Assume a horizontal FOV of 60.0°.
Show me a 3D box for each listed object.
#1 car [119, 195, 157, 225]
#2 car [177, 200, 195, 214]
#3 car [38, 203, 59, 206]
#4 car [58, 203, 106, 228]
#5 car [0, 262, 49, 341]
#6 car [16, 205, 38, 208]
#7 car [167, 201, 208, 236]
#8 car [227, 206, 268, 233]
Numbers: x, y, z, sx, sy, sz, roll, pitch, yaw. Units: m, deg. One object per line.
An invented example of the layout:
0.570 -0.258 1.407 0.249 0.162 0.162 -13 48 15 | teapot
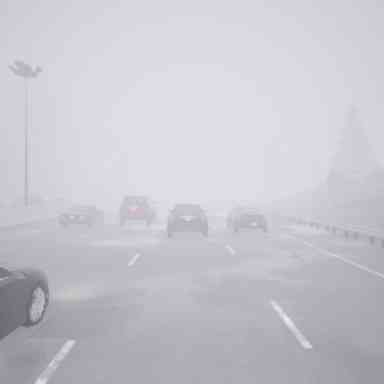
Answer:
-3.866 1.254 24.357 2.150 2.045 5.566 0 0 -1 | car
-0.642 1.639 37.427 1.895 1.301 4.718 0 0 -1 | car
-18.472 1.588 45.080 1.837 1.490 4.892 0 0 -1 | car
-7.331 1.586 22.664 2.033 1.411 5.357 0 0 -1 | car
-3.505 1.517 4.162 1.837 1.490 4.892 0 0 -1 | car
-21.967 1.314 44.774 2.150 2.045 5.566 0 0 -1 | car
-0.251 1.371 18.571 2.097 1.767 4.553 0 0 -1 | car
3.226 1.538 19.868 1.812 1.442 4.674 0 0 -1 | car
